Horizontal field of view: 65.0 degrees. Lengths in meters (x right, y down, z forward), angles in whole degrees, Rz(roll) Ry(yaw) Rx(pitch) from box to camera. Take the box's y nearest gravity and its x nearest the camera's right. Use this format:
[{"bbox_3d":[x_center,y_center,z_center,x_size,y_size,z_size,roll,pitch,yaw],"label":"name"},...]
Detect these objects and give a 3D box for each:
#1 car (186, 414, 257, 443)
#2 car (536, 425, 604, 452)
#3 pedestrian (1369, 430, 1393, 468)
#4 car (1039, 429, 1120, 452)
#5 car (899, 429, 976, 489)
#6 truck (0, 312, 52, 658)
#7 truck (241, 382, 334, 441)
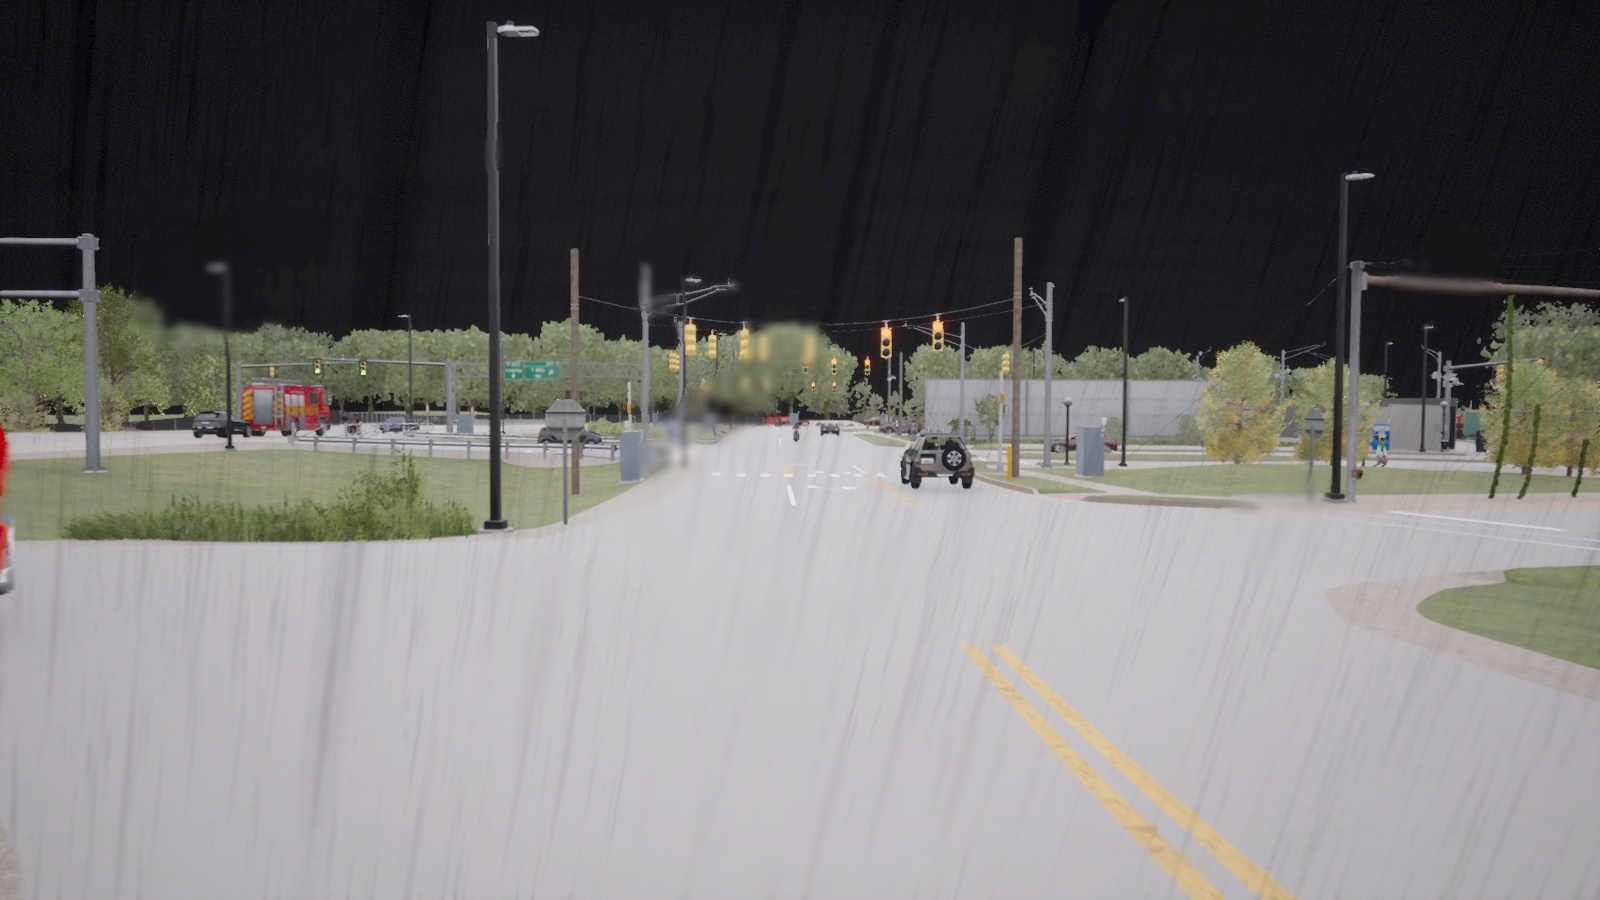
[{"bbox_3d":[-34.466,-1.276,75.011,2.033,1.649,4.856,0,1,-1],"label":"car"},{"bbox_3d":[-13.449,-0.690,73.658,3.705,1.549,1.789,0,3,-4],"label":"car"},{"bbox_3d":[30.362,-0.067,65.637,0.873,1.952,0.659,0,3,-1],"label":"pedestrian"},{"bbox_3d":[18.354,-0.640,82.574,4.792,1.488,2.163,0,2,-1],"label":"car"},{"bbox_3d":[4.432,0.239,41.116,1.932,1.855,4.605,0,1,-1],"label":"car"},{"bbox_3d":[-8.320,0.160,8.469,5.204,2.467,2.627,1,1,-40],"label":"truck"},{"bbox_3d":[-34.631,-2.587,85.192,2.891,3.827,8.468,0,1,-1],"label":"truck"}]
